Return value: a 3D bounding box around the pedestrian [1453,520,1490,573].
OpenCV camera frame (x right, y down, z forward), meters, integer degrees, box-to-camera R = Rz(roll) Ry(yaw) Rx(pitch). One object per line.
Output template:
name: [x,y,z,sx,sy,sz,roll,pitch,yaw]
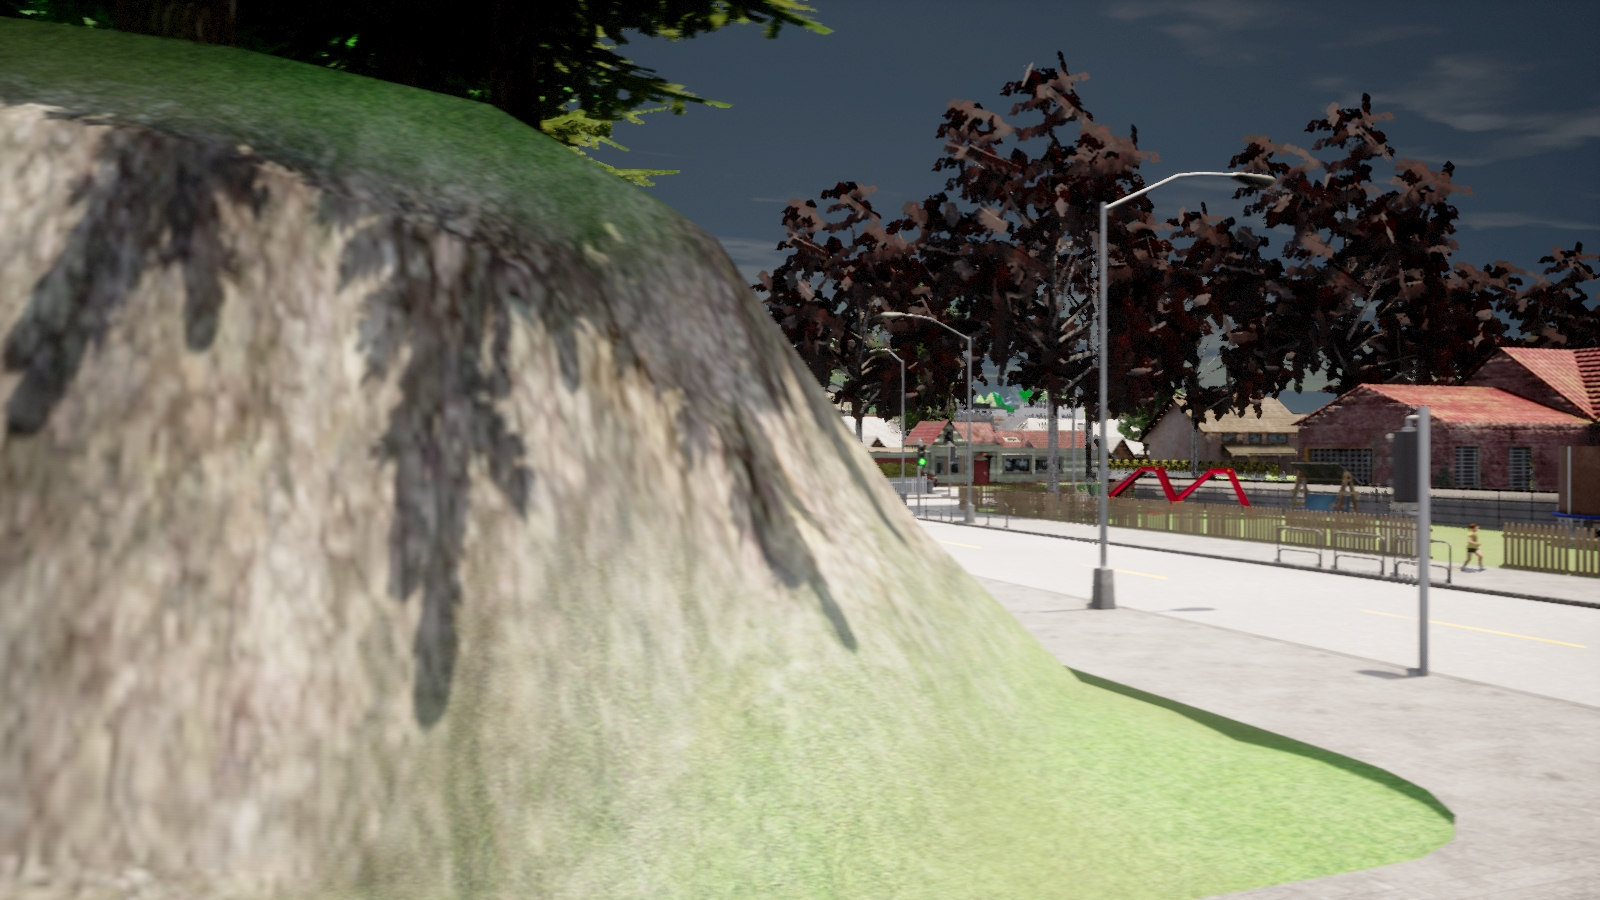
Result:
pedestrian: [14.841,2.128,25.261,0.500,1.100,0.500,0,0,-23]
